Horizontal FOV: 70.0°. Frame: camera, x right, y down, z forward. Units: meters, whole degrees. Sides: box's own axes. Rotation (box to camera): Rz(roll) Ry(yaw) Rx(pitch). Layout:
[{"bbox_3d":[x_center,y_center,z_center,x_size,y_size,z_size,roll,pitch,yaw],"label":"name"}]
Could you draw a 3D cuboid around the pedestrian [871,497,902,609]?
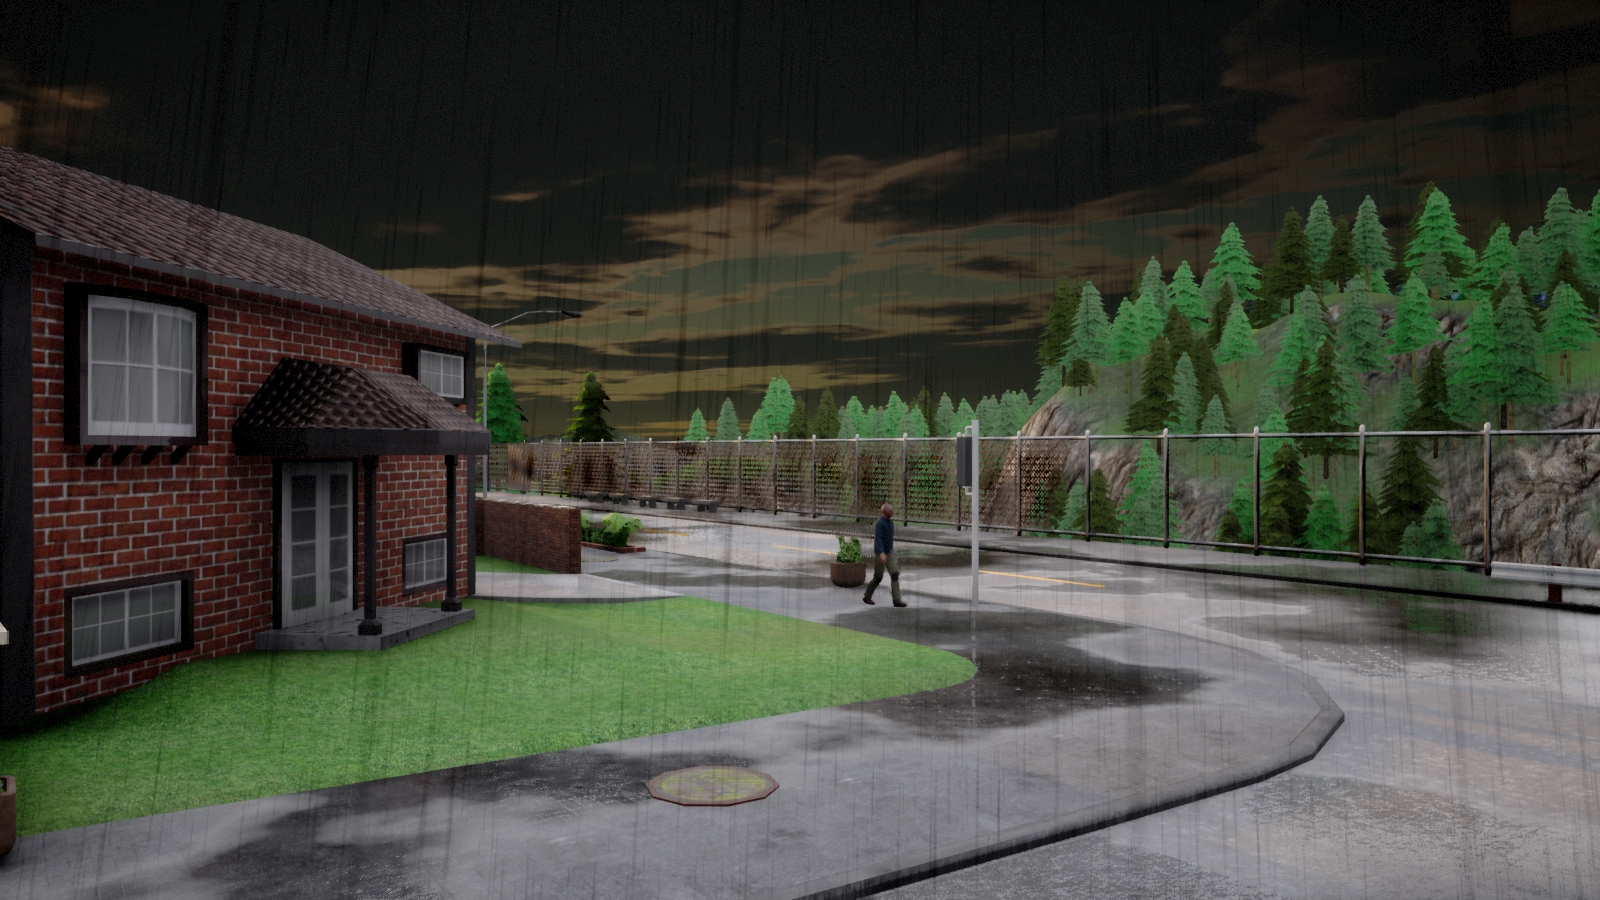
[{"bbox_3d":[1.482,1.745,19.531,0.375,1.860,0.375,0,0,-44],"label":"pedestrian"}]
